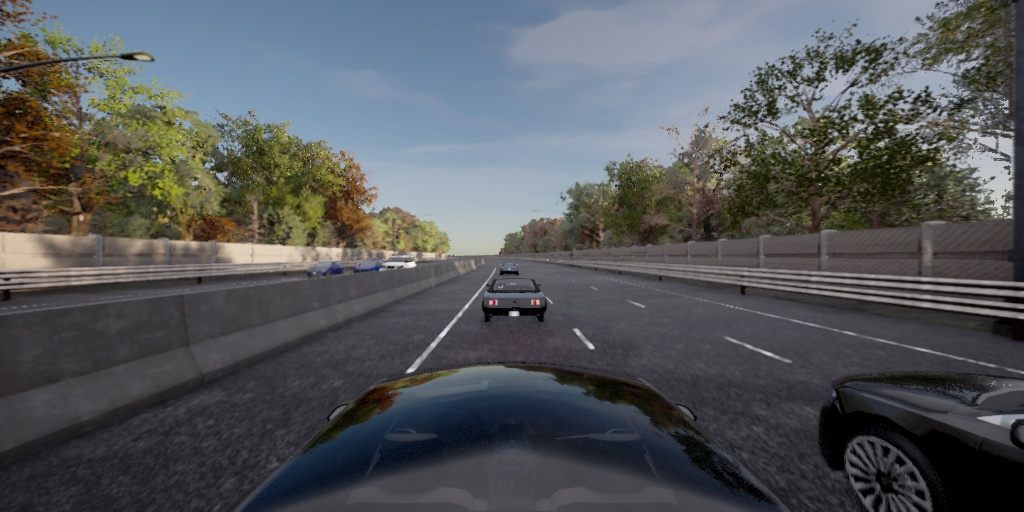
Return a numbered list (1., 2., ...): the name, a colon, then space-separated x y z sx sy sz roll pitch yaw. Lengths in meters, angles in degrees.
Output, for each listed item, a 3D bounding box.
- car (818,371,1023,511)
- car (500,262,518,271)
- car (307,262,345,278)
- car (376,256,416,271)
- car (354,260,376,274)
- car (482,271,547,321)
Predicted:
1. car: 3.592 1.240 1.119 2.128 1.511 4.902 0 0 0
2. car: -0.320 1.328 39.175 1.994 1.385 4.181 0 0 -1
3. car: -17.927 1.286 34.766 1.812 1.442 4.674 0 0 -1
4. car: -10.929 0.983 34.895 2.150 2.045 5.566 0 0 -1
5. car: -14.467 1.239 36.887 1.882 1.535 5.008 0 0 -1
6. car: 0.056 1.355 12.421 1.895 1.301 4.718 0 0 0
